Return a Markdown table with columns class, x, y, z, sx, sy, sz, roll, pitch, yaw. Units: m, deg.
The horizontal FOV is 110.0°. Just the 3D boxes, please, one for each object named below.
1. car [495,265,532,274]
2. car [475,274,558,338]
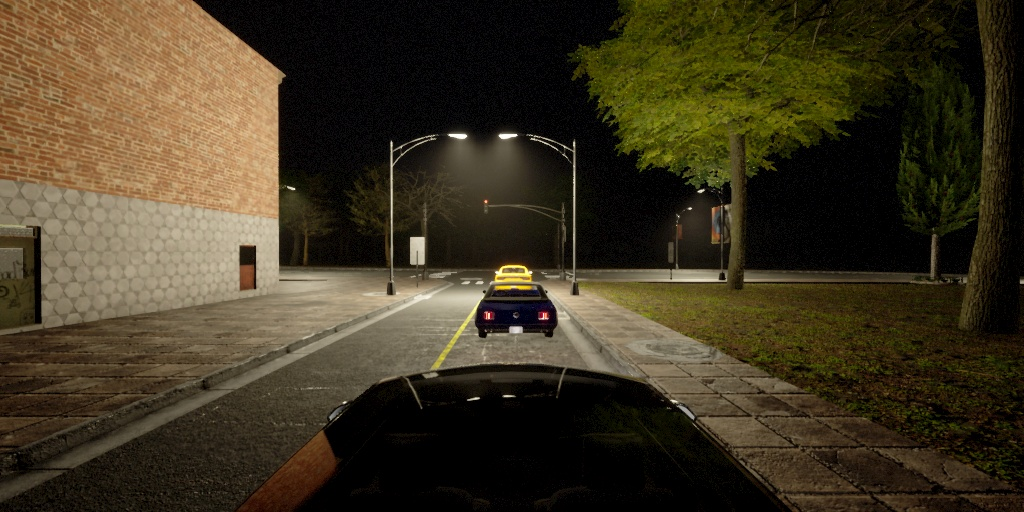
| class | x | y | z | sx | sy | sz | roll | pitch | yaw |
| --- | --- | --- | --- | --- | --- | --- | --- | --- | --- |
| car | 0.091 | 1.255 | 19.519 | 1.882 | 1.535 | 5.008 | 0 | 0 | 1 |
| car | 0.094 | 1.356 | 10.174 | 1.895 | 1.301 | 4.718 | 0 | 0 | 0 |
